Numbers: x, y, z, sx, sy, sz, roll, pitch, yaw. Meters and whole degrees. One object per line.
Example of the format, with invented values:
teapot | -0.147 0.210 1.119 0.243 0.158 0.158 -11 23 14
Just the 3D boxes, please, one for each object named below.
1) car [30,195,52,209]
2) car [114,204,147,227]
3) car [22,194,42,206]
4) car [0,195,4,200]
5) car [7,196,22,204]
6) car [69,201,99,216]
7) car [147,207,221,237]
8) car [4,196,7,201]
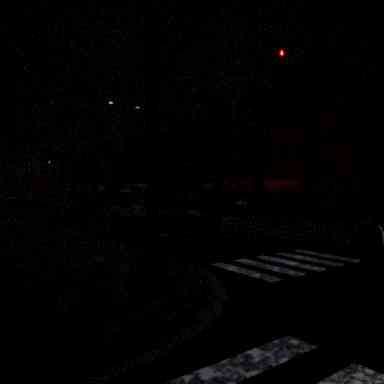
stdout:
car | -20.278 1.511 45.475 1.947 1.339 4.313 0 0 -36
car | -3.754 1.496 22.589 1.752 1.417 4.829 0 0 -36
car | -23.603 1.262 50.080 2.192 1.841 5.009 0 0 -36
car | -46.876 1.533 82.313 2.008 1.369 4.403 0 0 -36
car | -33.577 1.392 63.895 1.967 1.590 4.097 0 0 -36
car | -10.305 1.519 31.661 1.947 1.339 4.313 0 0 -36
car | -0.330 1.528 17.847 1.887 1.381 4.507 0 0 -36
car | -36.902 1.537 68.500 1.802 1.307 4.206 0 0 -36
